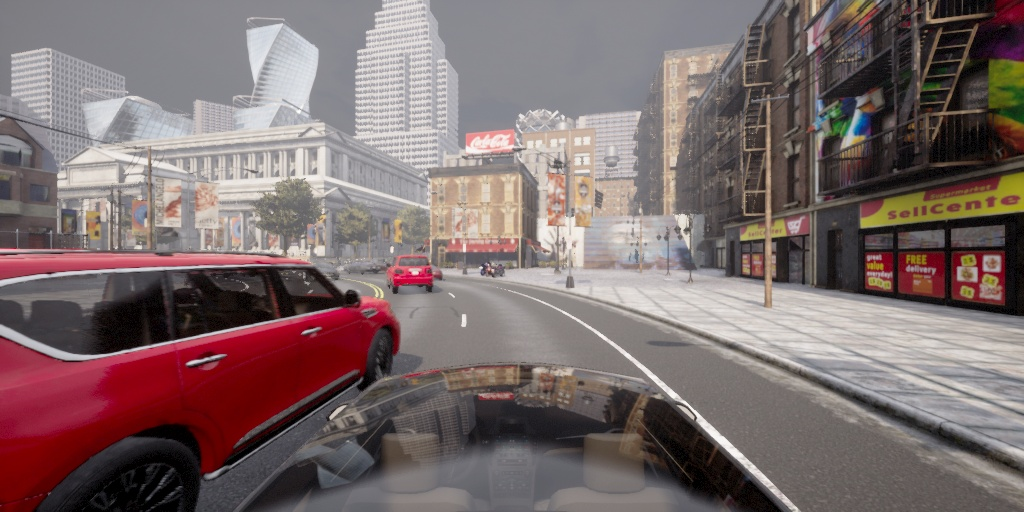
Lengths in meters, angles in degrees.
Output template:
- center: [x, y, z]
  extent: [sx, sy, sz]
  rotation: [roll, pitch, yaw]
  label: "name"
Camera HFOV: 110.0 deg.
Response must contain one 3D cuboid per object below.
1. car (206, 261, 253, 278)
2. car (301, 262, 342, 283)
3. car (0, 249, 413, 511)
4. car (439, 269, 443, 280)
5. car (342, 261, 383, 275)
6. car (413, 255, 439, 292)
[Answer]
- center: [-27.844, 1.240, 35.250]
  extent: [4.902, 1.511, 2.128]
  rotation: [0, 0, 32]
  label: "car"
- center: [-15.543, 1.254, 29.155]
  extent: [1.837, 1.490, 4.892]
  rotation: [1, 0, -42]
  label: "car"
- center: [-3.104, 0.972, 3.655]
  extent: [2.150, 2.045, 5.566]
  rotation: [0, 0, 5]
  label: "car"
- center: [-7.465, 1.313, 30.258]
  extent: [1.994, 1.385, 4.181]
  rotation: [0, 0, -35]
  label: "car"
- center: [-16.852, 1.296, 40.325]
  extent: [5.357, 1.411, 2.033]
  rotation: [0, 0, 39]
  label: "car"
- center: [-6.119, 0.972, 21.169]
  extent: [2.150, 2.045, 5.566]
  rotation: [0, 0, -23]
  label: "car"
